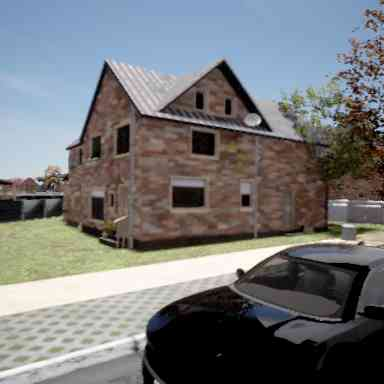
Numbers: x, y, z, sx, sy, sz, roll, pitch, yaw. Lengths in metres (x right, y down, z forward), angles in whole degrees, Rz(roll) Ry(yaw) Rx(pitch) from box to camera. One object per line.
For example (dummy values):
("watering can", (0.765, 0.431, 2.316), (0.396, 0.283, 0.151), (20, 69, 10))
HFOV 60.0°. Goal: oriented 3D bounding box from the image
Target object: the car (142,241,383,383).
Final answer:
("car", (1.778, 1.472, 4.331), (5.008, 1.535, 1.882), (0, 0, -35))
